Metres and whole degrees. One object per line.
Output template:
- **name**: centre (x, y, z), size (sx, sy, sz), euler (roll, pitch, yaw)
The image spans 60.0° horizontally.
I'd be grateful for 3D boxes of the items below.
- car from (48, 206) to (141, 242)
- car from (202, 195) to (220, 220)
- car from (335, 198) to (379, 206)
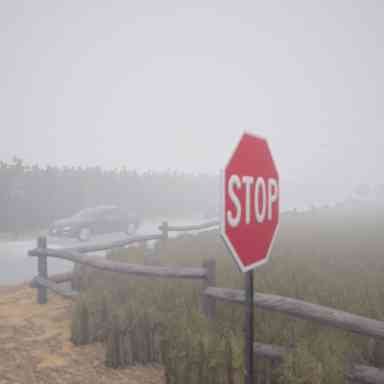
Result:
- **car**: centre (-4.706, 1.496, 16.719), size (1.837, 1.490, 4.892), euler (0, 0, 36)
- **car**: centre (3.029, 1.198, 27.527), size (2.150, 2.045, 5.566), euler (0, 0, 35)
- **car**: centre (20.080, 1.390, 40.357), size (4.718, 1.301, 1.895), euler (-1, 1, 1)
